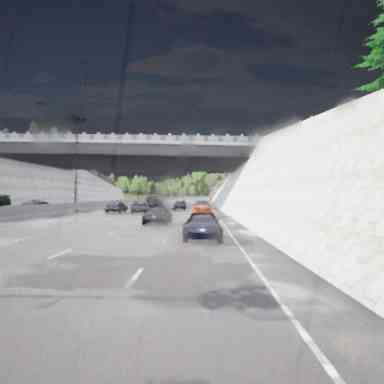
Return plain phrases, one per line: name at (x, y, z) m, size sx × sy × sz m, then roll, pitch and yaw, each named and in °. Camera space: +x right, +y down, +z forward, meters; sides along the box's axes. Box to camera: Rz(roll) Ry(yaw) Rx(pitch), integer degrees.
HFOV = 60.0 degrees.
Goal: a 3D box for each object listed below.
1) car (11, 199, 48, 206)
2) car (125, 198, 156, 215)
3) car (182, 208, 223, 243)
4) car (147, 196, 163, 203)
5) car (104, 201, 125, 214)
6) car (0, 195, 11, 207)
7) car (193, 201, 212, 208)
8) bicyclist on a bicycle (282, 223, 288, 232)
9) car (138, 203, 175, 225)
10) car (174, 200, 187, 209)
car at (-19.868, 1.693, 41.661) m, size 2.128 × 1.511 × 4.902 m, roll 1°, pitch -1°, yaw 2°
car at (-5.906, 1.830, 39.052) m, size 2.128 × 1.511 × 4.902 m, roll 1°, pitch -1°, yaw 2°
car at (0.548, 1.753, 17.397) m, size 1.994 × 1.385 × 4.181 m, roll 1°, pitch -1°, yaw 2°
car at (-5.590, 1.672, 49.499) m, size 2.150 × 2.045 × 5.566 m, roll 1°, pitch -1°, yaw 2°
car at (-9.251, 1.865, 40.967) m, size 2.033 × 1.411 × 5.357 m, roll 1°, pitch -1°, yaw 2°
car at (-26.733, 1.365, 45.005) m, size 2.150 × 2.045 × 5.566 m, roll 1°, pitch -1°, yaw 2°
car at (1.131, 1.749, 36.805) m, size 2.097 × 1.767 × 4.553 m, roll 1°, pitch -1°, yaw 2°
bicyclist on a bicycle at (4.982, 1.405, 14.965) m, size 1.656 × 1.620 × 0.582 m, roll 16°, pitch -1°, yaw 2°
car at (-2.689, 1.807, 26.214) m, size 1.994 × 1.385 × 4.181 m, roll 1°, pitch -1°, yaw 2°
car at (-1.863, 2.032, 53.798) m, size 2.128 × 1.511 × 4.902 m, roll 1°, pitch 0°, yaw 2°
